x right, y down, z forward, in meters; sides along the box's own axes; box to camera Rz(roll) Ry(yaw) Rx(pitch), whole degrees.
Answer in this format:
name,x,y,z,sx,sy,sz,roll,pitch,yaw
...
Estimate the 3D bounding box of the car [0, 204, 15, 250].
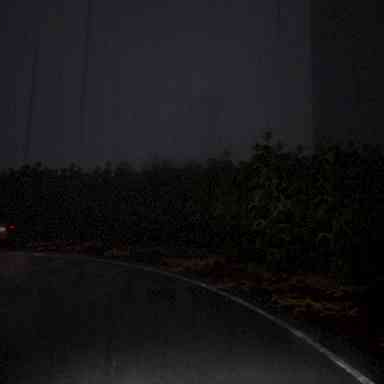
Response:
name,x,y,z,sx,sy,sz,roll,pitch,yaw
car,-9.291,1.434,11.802,5.566,2.045,2.150,-1,-1,2
